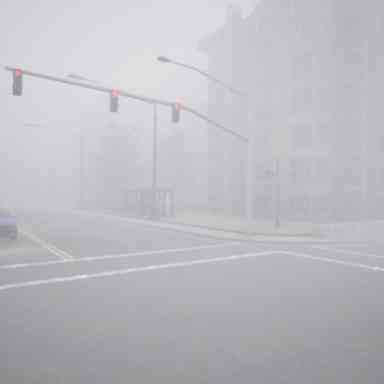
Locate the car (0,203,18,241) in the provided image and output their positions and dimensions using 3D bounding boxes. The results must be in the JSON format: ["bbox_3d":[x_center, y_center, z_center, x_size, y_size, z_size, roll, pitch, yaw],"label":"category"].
[{"bbox_3d":[-10.151,1.564,16.895,1.882,1.535,5.008,1,-1,-35],"label":"car"}]
